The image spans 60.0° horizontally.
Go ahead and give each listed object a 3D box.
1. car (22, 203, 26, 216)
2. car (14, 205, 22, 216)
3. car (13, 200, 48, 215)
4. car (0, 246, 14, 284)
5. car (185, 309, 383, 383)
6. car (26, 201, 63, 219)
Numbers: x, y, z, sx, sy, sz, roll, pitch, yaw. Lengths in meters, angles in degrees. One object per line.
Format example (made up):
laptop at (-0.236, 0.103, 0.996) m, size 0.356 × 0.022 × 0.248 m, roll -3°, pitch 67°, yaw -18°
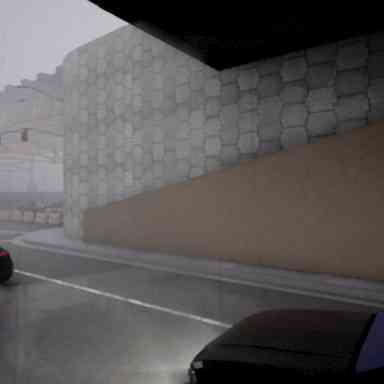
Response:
car at (-11.849, 1.610, 29.451) m, size 4.974 × 1.542 × 2.038 m, roll 0°, pitch 0°, yaw 1°
car at (-15.537, 1.637, 32.213) m, size 2.038 × 1.542 × 4.974 m, roll 0°, pitch 0°, yaw -9°
car at (-15.547, 1.480, 32.265) m, size 1.853 × 1.218 × 4.536 m, roll 0°, pitch 0°, yaw -9°
car at (-6.457, 1.624, 8.570) m, size 4.181 × 1.385 × 1.994 m, roll 0°, pitch 0°, yaw 35°
car at (2.500, 1.542, 2.206) m, size 5.357 × 1.411 × 2.033 m, roll 0°, pitch 0°, yaw 36°
car at (-11.798, 1.452, 29.452) m, size 4.536 × 1.218 × 1.853 m, roll 0°, pitch 0°, yaw 1°
